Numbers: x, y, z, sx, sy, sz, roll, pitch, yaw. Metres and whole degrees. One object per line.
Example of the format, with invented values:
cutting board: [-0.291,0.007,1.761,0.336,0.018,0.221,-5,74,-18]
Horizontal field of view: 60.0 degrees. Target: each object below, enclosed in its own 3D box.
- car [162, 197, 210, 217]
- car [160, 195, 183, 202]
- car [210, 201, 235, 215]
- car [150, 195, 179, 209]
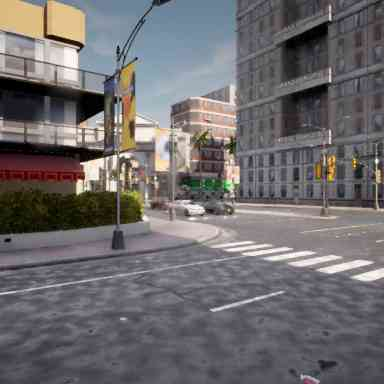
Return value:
car: [-0.648,1.526,32.105,1.812,1.442,4.674,0,0,-35]
car: [-4.667,1.500,76.157,4.892,1.490,1.837,0,0,-35]
car: [2.423,1.564,33.825,1.994,1.385,4.181,0,0,-35]
car: [-3.444,1.352,42.198,2.097,1.767,4.553,0,0,-35]
